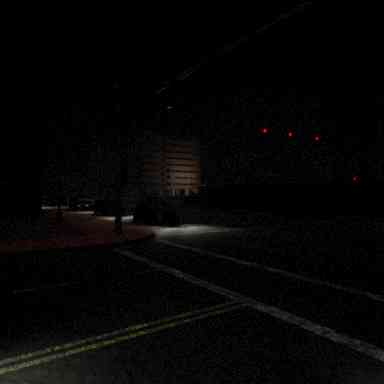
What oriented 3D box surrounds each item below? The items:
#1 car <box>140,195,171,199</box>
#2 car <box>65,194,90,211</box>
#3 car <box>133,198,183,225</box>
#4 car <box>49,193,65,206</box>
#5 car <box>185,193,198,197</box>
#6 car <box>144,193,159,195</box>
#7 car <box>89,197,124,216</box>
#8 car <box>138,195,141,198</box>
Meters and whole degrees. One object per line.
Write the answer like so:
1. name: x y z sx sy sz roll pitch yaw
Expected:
1. car: -5.373 1.525 48.281 1.812 1.442 4.674 0 0 -33
2. car: -13.936 1.221 41.836 2.150 2.045 5.566 0 0 -32
3. car: -2.714 1.478 24.186 1.882 1.535 5.008 0 0 -31
4. car: -21.862 1.223 54.375 2.150 2.045 5.566 0 0 -32
5. car: 1.246 1.156 65.267 3.866 1.878 1.905 0 0 -34
6. car: -9.782 1.156 81.499 3.866 1.878 1.905 0 0 -34
7. car: -8.316 1.478 33.039 1.882 1.535 5.008 0 0 -33
8. car: -11.359 1.153 83.926 4.605 1.855 1.932 0 0 -34
